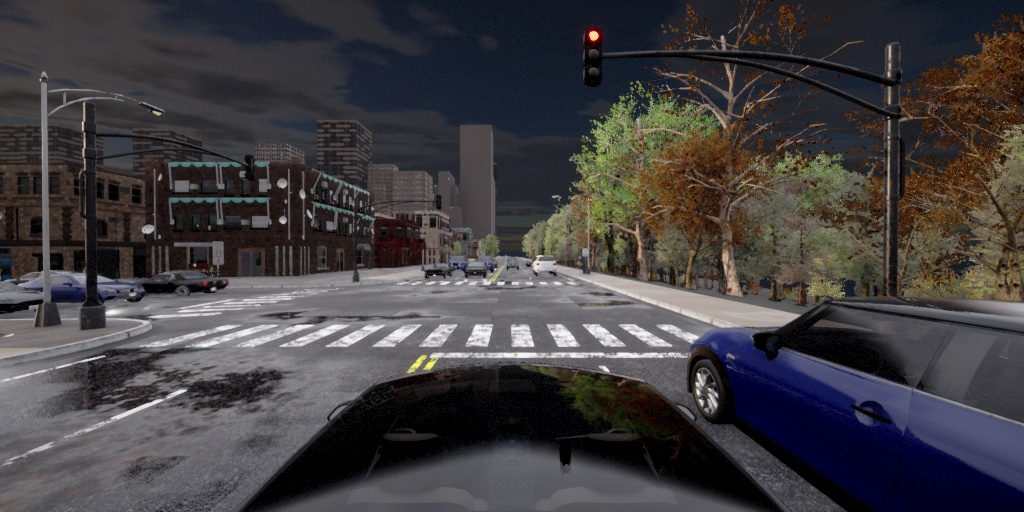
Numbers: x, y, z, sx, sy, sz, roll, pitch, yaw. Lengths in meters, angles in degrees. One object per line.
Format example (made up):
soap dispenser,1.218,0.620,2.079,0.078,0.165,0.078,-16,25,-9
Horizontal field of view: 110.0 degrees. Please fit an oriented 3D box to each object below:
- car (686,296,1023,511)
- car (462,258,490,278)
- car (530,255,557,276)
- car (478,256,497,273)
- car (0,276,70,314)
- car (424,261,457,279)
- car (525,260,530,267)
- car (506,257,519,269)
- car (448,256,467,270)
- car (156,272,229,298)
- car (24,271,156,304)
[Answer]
car,3.351,1.102,2.900,2.097,1.767,4.553,0,0,0
car,-3.340,1.217,34.015,1.882,1.535,5.008,0,0,-2
car,3.358,0.959,37.574,2.150,2.045,5.566,0,0,0
car,-3.333,0.957,44.310,2.150,2.045,5.566,0,0,0
car,-19.944,1.565,13.361,4.313,1.339,1.948,0,0,0
car,-6.594,1.341,32.785,1.895,1.301,4.718,0,0,0
car,3.361,1.327,63.363,1.895,1.301,4.718,0,0,0
car,0.109,1.278,54.951,2.033,1.411,5.357,0,0,0
car,-6.579,0.957,44.129,2.150,2.045,5.566,0,0,-1
car,-18.296,1.521,19.314,4.718,1.301,1.895,-1,1,0
car,-19.324,1.490,16.068,4.674,1.442,1.812,-1,1,0
